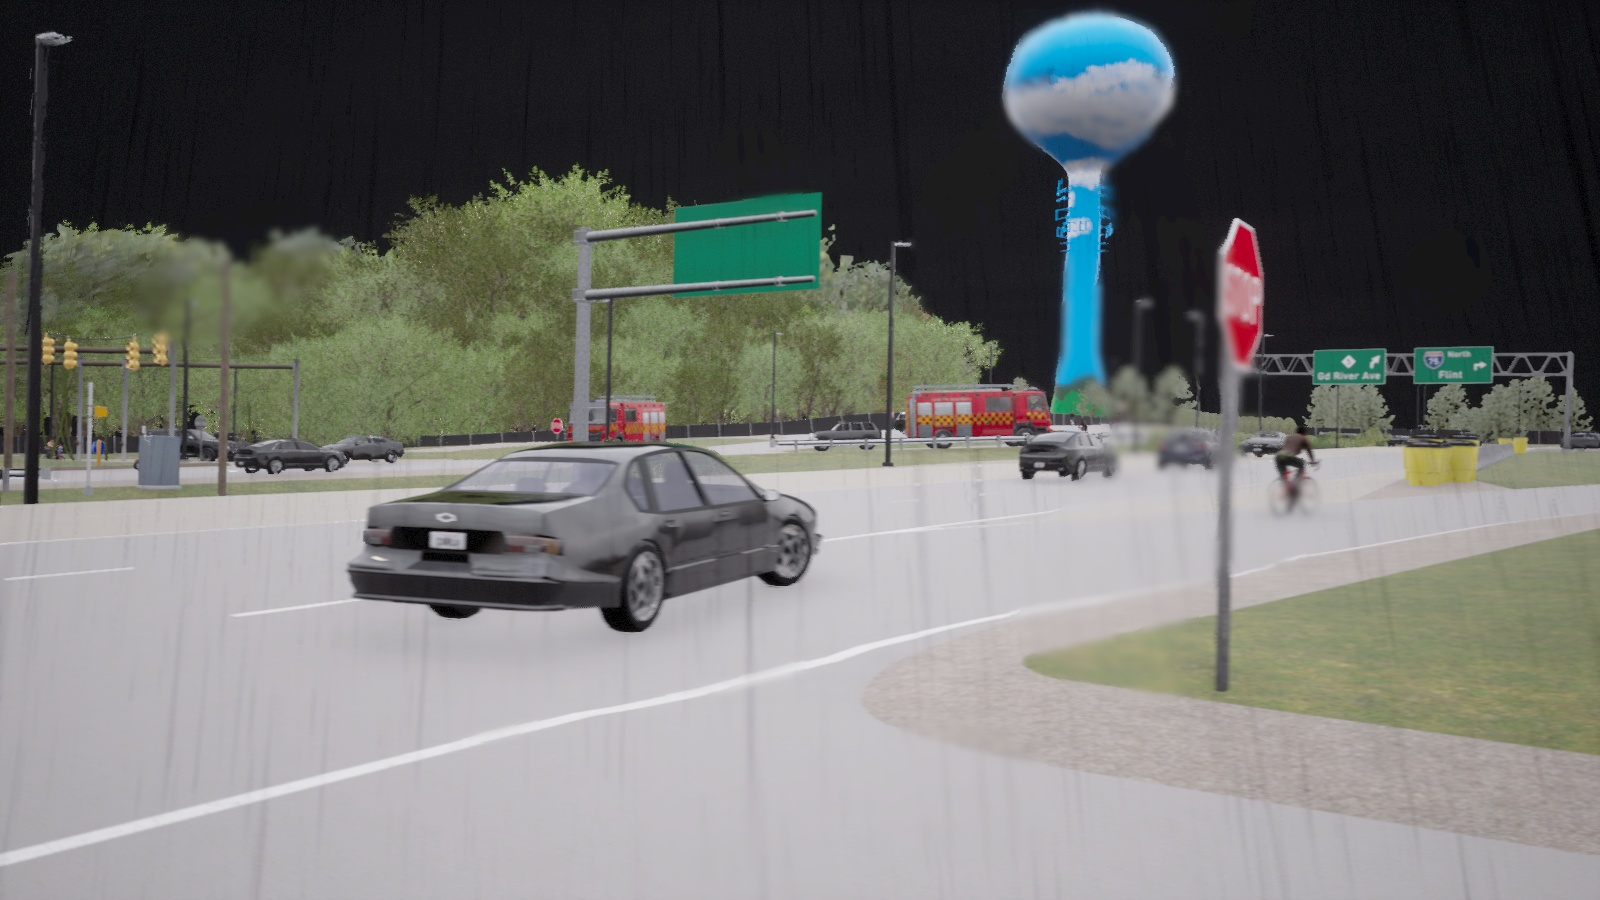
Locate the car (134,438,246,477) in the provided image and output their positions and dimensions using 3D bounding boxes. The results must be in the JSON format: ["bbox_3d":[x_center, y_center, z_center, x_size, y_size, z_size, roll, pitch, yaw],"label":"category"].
[{"bbox_3d":[-35.341,0.429,72.803,5.566,2.045,2.150,-2,0,9],"label":"car"}]

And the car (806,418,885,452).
[{"bbox_3d":[2.824,-0.922,78.116,4.605,1.855,1.932,-3,0,-7],"label":"car"}]

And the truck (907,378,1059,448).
[{"bbox_3d":[11.023,-2.238,75.797,8.468,3.827,2.891,-2,1,-8],"label":"truck"}]

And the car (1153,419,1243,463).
[{"bbox_3d":[16.052,-0.389,50.543,2.242,1.667,4.611,0,1,34],"label":"car"}]

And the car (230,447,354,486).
[{"bbox_3d":[-22.479,0.689,55.737,1.837,1.490,4.892,0,2,33],"label":"car"}]

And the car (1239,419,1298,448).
[{"bbox_3d":[27.681,-0.975,74.122,2.152,1.651,5.027,0,1,34],"label":"car"}]

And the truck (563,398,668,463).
[{"bbox_3d":[-11.574,-1.324,79.737,2.891,3.827,8.468,-1,2,19],"label":"truck"}]

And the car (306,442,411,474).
[{"bbox_3d":[-23.412,0.373,66.738,2.128,1.511,4.902,0,2,38],"label":"car"}]

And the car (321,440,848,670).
[{"bbox_3d":[-1.425,0.655,10.925,2.033,1.411,5.357,0,1,21],"label":"car"}]

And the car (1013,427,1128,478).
[{"bbox_3d":[8.533,0.024,39.355,1.837,1.490,4.892,0,1,34],"label":"car"}]

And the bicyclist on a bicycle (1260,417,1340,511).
[{"bbox_3d":[8.921,0.225,22.390,1.656,1.620,0.582,-1,1,-39],"label":"bicyclist on a bicycle"}]
